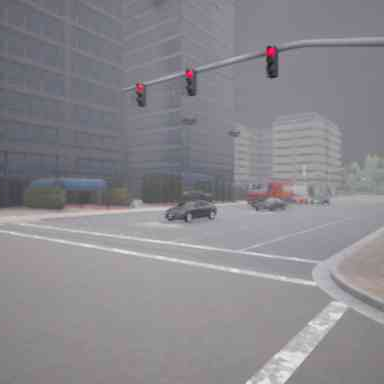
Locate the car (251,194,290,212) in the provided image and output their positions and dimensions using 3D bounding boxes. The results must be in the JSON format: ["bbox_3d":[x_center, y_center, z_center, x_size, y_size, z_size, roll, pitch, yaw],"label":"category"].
[{"bbox_3d":[8.445,1.302,35.647,1.812,1.442,4.674,0,1,37],"label":"car"}]

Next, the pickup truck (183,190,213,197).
[{"bbox_3d":[0.228,0.745,52.123,6.274,2.098,2.390,0,0,-22],"label":"pickup truck"}]

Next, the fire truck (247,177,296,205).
[{"bbox_3d":[10.420,0.058,43.864,2.891,3.827,8.468,0,0,37],"label":"fire truck"}]

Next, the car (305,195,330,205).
[{"bbox_3d":[19.130,1.208,49.487,2.128,1.511,4.902,0,0,37],"label":"car"}]

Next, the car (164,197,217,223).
[{"bbox_3d":[-0.020,1.356,24.590,1.837,1.490,4.892,0,0,37],"label":"car"}]

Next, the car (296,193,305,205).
[{"bbox_3d":[16.367,1.023,51.635,2.097,1.767,4.553,0,0,37],"label":"car"}]
